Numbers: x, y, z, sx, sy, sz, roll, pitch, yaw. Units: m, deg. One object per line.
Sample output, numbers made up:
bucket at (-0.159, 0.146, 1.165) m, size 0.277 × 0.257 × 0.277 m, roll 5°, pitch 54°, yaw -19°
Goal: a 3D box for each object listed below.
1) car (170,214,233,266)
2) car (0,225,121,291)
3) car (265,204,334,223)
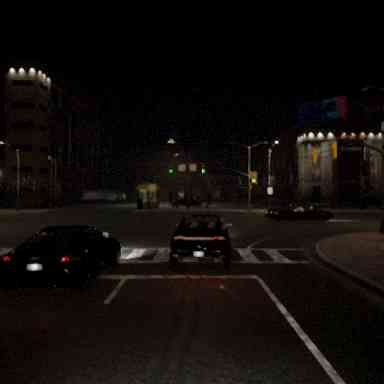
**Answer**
car at (0.411, 1.526, 11.730) m, size 2.128 × 1.511 × 4.902 m, roll 0°, pitch 0°, yaw 5°
car at (-3.344, 1.590, 9.161) m, size 1.994 × 1.385 × 4.181 m, roll 0°, pitch 0°, yaw 1°
car at (8.484, 1.623, 26.275) m, size 5.357 × 1.411 × 2.033 m, roll 0°, pitch 0°, yaw -17°
